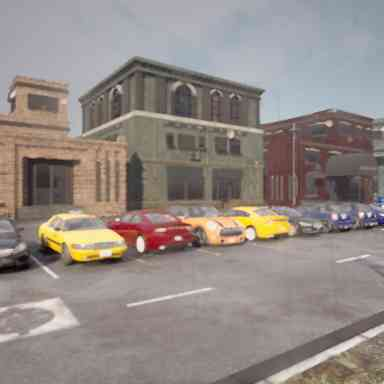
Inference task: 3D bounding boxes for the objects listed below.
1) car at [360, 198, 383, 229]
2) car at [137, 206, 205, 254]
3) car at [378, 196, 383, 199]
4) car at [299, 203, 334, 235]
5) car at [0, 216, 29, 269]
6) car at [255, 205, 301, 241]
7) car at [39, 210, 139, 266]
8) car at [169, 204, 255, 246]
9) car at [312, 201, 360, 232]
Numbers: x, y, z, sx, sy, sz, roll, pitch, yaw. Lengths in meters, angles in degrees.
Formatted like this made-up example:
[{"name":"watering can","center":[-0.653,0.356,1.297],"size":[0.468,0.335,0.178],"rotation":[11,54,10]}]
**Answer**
[{"name":"car","center":[9.426,1.421,21.694],"size":[2.185,1.767,4.553],"rotation":[0,0,-35]},{"name":"car","center":[-1.908,1.475,13.654],"size":[2.097,1.535,5.008],"rotation":[0,0,-35]},{"name":"car","center":[18.479,1.371,28.146],"size":[2.435,2.045,5.566],"rotation":[1,0,-35]},{"name":"car","center":[4.876,1.516,18.500],"size":[2.231,1.521,4.892],"rotation":[0,0,-35]},{"name":"car","center":[-6.441,1.490,10.435],"size":[2.002,1.452,4.674],"rotation":[0,0,-35]},{"name":"car","center":[2.620,1.502,16.881],"size":[2.097,1.535,5.008],"rotation":[0,0,-35]},{"name":"car","center":[-4.068,1.460,11.895],"size":[1.946,1.575,5.366],"rotation":[0,0,-35]},{"name":"car","center":[0.334,1.362,15.296],"size":[2.185,1.767,4.553],"rotation":[0,0,-35]},{"name":"car","center":[7.161,1.404,20.081],"size":[2.185,1.767,4.553],"rotation":[0,0,-35]}]
